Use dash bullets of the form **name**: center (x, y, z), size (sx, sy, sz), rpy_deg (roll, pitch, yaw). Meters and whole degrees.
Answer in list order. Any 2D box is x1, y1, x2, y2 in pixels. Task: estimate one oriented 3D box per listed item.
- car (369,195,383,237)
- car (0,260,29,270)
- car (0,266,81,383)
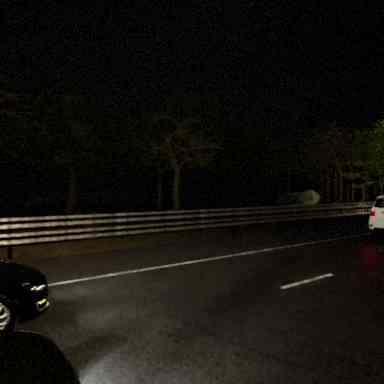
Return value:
- **car**: center (10.828, 1.145, 16.228), size (5.566, 2.045, 2.150), rpy_deg (0, 0, -37)
- **car**: center (-4.683, 1.495, 4.726), size (4.892, 1.490, 1.837), rpy_deg (0, 0, -37)
- **car**: center (-2.717, 1.562, 1.828), size (4.181, 1.385, 1.994), rpy_deg (0, 0, -37)
